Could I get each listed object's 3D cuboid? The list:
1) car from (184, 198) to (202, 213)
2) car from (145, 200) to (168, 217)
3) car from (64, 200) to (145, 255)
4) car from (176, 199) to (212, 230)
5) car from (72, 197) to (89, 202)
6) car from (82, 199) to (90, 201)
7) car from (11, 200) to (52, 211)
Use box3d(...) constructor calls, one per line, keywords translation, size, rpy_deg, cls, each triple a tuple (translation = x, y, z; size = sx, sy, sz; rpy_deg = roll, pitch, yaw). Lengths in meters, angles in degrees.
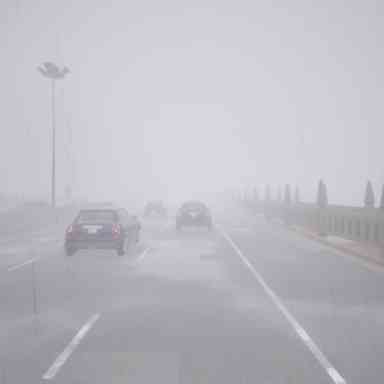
box3d(translation=(0.093, 1.508, 38.813), size=(1.882, 1.535, 5.008), rpy_deg=(0, 0, 0), cls="car")
box3d(translation=(-3.397, 1.522, 31.689), size=(1.837, 1.490, 4.892), rpy_deg=(0, 0, 0), cls="car")
box3d(translation=(-3.398, 1.349, 13.486), size=(2.097, 1.767, 4.553), rpy_deg=(0, 0, 0), cls="car")
box3d(translation=(0.102, 1.355, 21.013), size=(2.097, 1.767, 4.553), rpy_deg=(0, 0, 0), cls="car")
box3d(translation=(-17.497, 1.554, 52.909), size=(2.128, 1.511, 4.902), rpy_deg=(0, 0, 0), cls="car")
box3d(translation=(-6.896, 1.512, 26.147), size=(1.837, 1.490, 4.892), rpy_deg=(0, 0, 0), cls="car")
box3d(translation=(-14.081, 1.518, 29.432), size=(1.837, 1.490, 4.892), rpy_deg=(0, 0, 0), cls="car")
